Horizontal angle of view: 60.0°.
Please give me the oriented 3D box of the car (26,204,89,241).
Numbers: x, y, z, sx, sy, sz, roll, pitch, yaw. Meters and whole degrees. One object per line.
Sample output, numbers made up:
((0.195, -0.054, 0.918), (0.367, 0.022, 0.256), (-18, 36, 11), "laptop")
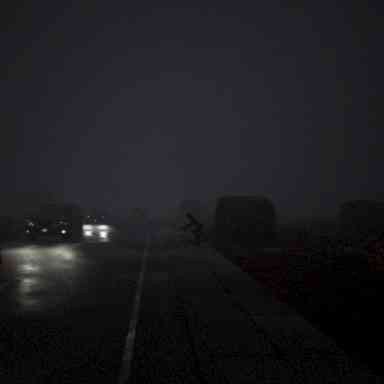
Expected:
((-8.070, 1.749, 20.182), (2.150, 2.045, 5.566), (1, -2, -7), "car")

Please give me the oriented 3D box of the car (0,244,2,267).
((-6.711, 1.505, 8.312), (2.097, 1.767, 4.553), (1, -2, -6), "car")

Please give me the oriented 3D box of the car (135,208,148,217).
((-8.227, 3.255, 54.032), (1.895, 1.301, 4.718), (1, -2, -6), "car")

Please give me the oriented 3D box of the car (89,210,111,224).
((-9.721, 2.586, 34.820), (1.895, 1.301, 4.718), (1, -2, -6), "car")

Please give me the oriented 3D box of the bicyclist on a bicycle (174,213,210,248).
((0.014, 1.811, 15.365), (1.656, 1.620, 0.582), (1, -2, -6), "bicyclist on a bicycle")

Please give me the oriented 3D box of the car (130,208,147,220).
((-7.082, 2.906, 44.055), (1.994, 1.385, 4.181), (1, -2, -6), "car")
